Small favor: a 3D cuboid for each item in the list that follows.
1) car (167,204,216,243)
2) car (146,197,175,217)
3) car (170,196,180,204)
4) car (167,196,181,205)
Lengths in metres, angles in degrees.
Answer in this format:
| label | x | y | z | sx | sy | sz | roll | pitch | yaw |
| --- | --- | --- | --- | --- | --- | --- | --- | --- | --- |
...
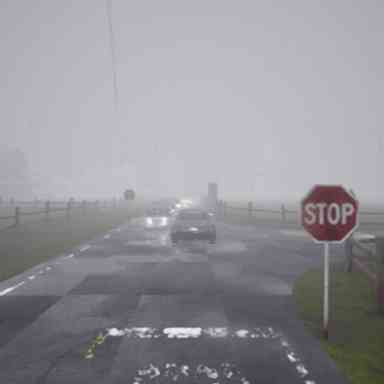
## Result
| label | x | y | z | sx | sy | sz | roll | pitch | yaw |
| --- | --- | --- | --- | --- | --- | --- | --- | --- | --- |
| car | 0.067 | 1.512 | 15.916 | 1.994 | 1.385 | 4.181 | 0 | 1 | 0 |
| car | -2.905 | 1.432 | 29.942 | 1.994 | 1.385 | 4.181 | 0 | 0 | 0 |
| car | -2.930 | 1.360 | 41.306 | 2.033 | 1.411 | 5.357 | 0 | 0 | -1 |
| car | -2.931 | 1.341 | 54.744 | 1.895 | 1.301 | 4.718 | 0 | 0 | 0 |
